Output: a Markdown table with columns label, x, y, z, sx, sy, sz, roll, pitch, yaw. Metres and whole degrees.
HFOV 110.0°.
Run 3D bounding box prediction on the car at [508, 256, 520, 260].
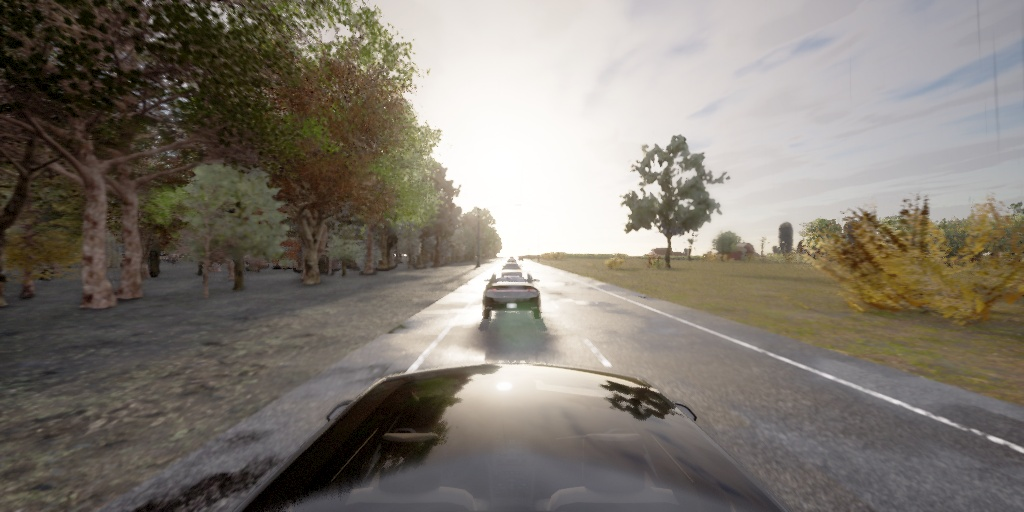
| label | x | y | z | sx | sy | sz | roll | pitch | yaw |
| --- | --- | --- | --- | --- | --- | --- | --- | --- | --- |
| car | -0.024 | 1.211 | 64.269 | 1.837 | 1.490 | 4.892 | 0 | 0 | 0 |

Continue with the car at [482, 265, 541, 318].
| label | x | y | z | sx | sy | sz | roll | pitch | yaw |
| --- | --- | --- | --- | --- | --- | --- | --- | --- | --- |
| car | -0.006 | 1.244 | 12.908 | 2.128 | 1.511 | 4.902 | 0 | 0 | 0 |

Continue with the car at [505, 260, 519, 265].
| label | x | y | z | sx | sy | sz | roll | pitch | yaw |
| --- | --- | --- | --- | --- | --- | --- | --- | --- | --- |
| car | -0.012 | 1.299 | 33.886 | 1.994 | 1.385 | 4.181 | 0 | 0 | 0 |
